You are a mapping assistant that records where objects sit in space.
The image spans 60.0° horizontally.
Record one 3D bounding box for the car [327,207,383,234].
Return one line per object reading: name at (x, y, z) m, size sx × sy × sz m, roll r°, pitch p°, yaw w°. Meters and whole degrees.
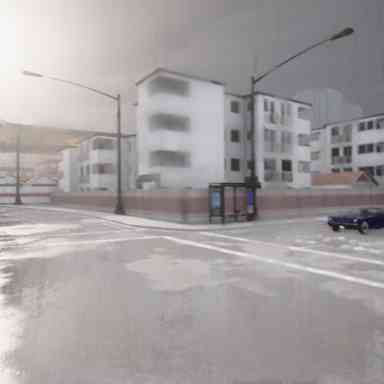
car at (9.776, 1.547, 18.783) m, size 4.718 × 1.301 × 1.895 m, roll 0°, pitch 0°, yaw -32°
